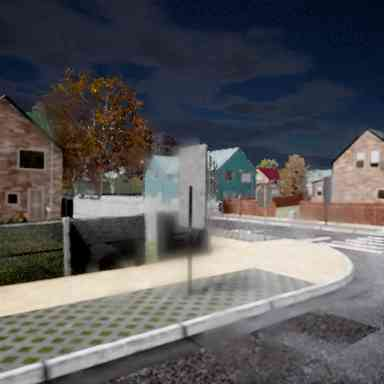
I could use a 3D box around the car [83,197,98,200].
[{"bbox_3d":[-10.918,1.284,36.645,1.837,1.490,4.892,1,0,-37],"label":"car"}]
